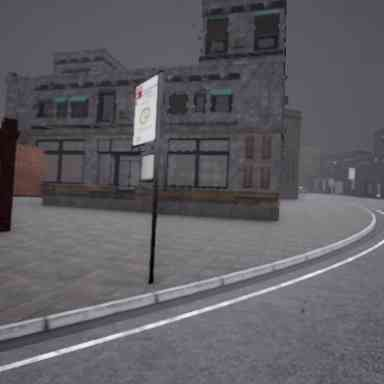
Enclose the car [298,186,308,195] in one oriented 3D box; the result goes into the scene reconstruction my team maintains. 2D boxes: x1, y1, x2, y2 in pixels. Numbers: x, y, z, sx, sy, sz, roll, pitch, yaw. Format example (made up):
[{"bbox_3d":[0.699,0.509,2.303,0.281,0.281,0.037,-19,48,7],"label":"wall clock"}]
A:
[{"bbox_3d":[18.217,-0.335,57.631,1.812,1.442,4.674,3,3,-16],"label":"car"}]
